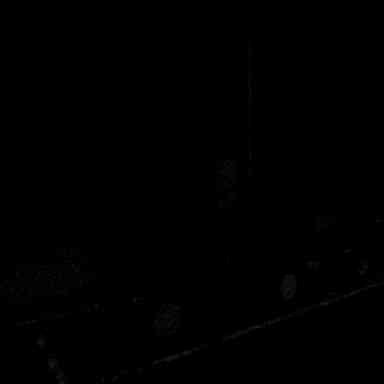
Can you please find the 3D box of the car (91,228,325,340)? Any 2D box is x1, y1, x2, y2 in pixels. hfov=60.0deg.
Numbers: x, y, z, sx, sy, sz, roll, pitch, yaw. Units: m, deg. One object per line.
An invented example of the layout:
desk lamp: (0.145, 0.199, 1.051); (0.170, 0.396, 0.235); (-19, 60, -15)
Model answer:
car: (0.357, 1.492, 6.443); (4.507, 1.381, 1.887); (-1, 1, -35)

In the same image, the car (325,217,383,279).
car: (4.844, 1.438, 9.642); (4.313, 1.339, 1.947); (-1, 1, -35)
